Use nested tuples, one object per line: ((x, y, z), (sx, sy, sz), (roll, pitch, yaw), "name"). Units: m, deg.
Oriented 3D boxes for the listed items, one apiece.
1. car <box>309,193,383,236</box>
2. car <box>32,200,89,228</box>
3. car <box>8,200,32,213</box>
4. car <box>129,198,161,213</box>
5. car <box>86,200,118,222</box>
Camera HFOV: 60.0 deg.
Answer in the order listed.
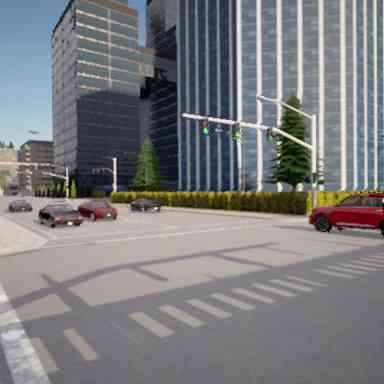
((8.526, 1.061, 16.171), (2.150, 2.045, 5.566), (-1, 0, -35), "car")
((-9.007, 1.532, 22.547), (2.033, 1.411, 5.357), (-1, 0, -35), "car")
((-18.748, 1.550, 36.315), (1.994, 1.385, 4.181), (-1, 0, -35), "car")
((-5.011, 1.400, 35.221), (1.837, 1.490, 4.892), (-1, 0, -35), "car")
((-7.570, 1.421, 26.570), (1.882, 1.535, 5.008), (-1, 0, -35), "car")
